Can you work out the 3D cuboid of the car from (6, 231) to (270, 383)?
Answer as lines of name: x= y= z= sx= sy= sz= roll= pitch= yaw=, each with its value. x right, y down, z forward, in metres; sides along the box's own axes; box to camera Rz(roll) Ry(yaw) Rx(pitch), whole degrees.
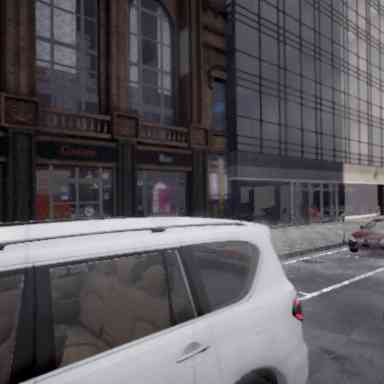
car: x=-0.721 y=1.644 z=6.188 sx=4.507 sy=1.381 sz=1.887 roll=0 pitch=-1 yaw=-40

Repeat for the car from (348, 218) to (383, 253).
car: x=7.928 y=1.712 z=13.456 sx=4.206 sy=1.307 sz=1.802 roll=0 pitch=-1 yaw=-40

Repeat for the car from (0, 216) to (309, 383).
car: x=-1.432 y=1.270 z=2.234 sx=5.566 sy=2.045 sz=2.150 roll=0 pitch=-1 yaw=-40
